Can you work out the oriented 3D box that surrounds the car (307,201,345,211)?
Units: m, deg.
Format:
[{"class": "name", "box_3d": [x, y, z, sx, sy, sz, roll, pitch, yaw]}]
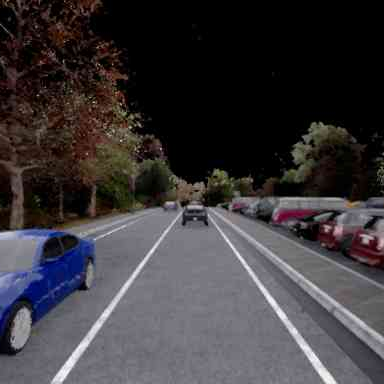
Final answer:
[{"class": "car", "box_3d": [20.445, 2.082, 50.750, 4.892, 1.521, 2.231, 0, -1, 0]}]

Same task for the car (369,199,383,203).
[{"class": "car", "box_3d": [20.133, 1.708, 31.361, 5.366, 1.575, 1.946, 0, -1, 0]}]

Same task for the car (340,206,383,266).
[{"class": "car", "box_3d": [7.055, 1.406, 9.433, 4.553, 1.767, 2.185, 0, 0, 0]}]

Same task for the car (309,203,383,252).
[{"class": "car", "box_3d": [7.074, 1.414, 12.209, 4.553, 1.767, 2.185, 0, 0, 0]}]

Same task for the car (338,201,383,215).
[{"class": "car", "box_3d": [20.370, 1.870, 39.670, 5.008, 1.535, 2.097, 0, -1, 0]}]

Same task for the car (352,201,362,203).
[{"class": "car", "box_3d": [20.350, 1.818, 36.900, 4.892, 1.521, 2.231, 0, -1, 0]}]

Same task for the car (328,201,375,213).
[{"class": "car", "box_3d": [20.389, 1.925, 42.565, 5.008, 1.535, 2.097, 0, -1, 0]}]

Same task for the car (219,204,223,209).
[{"class": "car", "box_3d": [7.345, 1.835, 51.055, 5.566, 2.045, 2.435, 0, -1, 0]}]

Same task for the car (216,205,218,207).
[{"class": "car", "box_3d": [7.264, 2.344, 62.137, 5.366, 1.575, 1.946, 0, -1, 0]}]

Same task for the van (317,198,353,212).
[{"class": "van", "box_3d": [20.549, 1.802, 47.983, 4.442, 1.987, 1.878, 0, -1, 0]}]

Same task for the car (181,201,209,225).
[{"class": "car", "box_3d": [0.234, 1.677, 25.612, 1.837, 1.490, 4.892, 0, -1, 0]}]

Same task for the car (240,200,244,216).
[{"class": "car", "box_3d": [7.242, 1.756, 31.619, 4.674, 1.452, 2.002, 0, -1, 0]}]

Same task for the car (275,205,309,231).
[{"class": "car", "box_3d": [7.146, 1.596, 17.761, 4.674, 1.452, 2.002, 0, 0, 0]}]

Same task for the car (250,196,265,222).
[{"class": "car", "box_3d": [7.210, 1.321, 23.314, 5.566, 2.045, 2.435, 0, 0, 0]}]

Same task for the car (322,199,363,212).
[{"class": "car", "box_3d": [20.381, 1.850, 45.213, 4.553, 1.767, 2.185, 0, -1, 0]}]

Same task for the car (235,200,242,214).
[{"class": "car", "box_3d": [7.228, 1.798, 34.397, 4.792, 1.488, 2.163, 0, -1, 0]}]

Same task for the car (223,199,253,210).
[{"class": "car", "box_3d": [7.423, 2.016, 53.823, 4.553, 1.767, 2.185, 0, -1, 0]}]

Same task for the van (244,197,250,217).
[{"class": "van", "box_3d": [7.103, 1.437, 28.850, 4.442, 1.987, 1.878, 0, -1, 0]}]

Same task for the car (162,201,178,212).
[{"class": "car", "box_3d": [-3.067, 2.049, 47.054, 1.812, 1.442, 4.674, 0, -1, 1]}]

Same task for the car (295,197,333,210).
[{"class": "car", "box_3d": [20.517, 1.943, 56.290, 5.566, 2.045, 2.435, 0, -1, 0]}]

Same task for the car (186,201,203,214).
[{"class": "car", "box_3d": [0.342, 1.933, 42.820, 2.128, 1.511, 4.902, 0, -1, 0]}]

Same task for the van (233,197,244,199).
[{"class": "van", "box_3d": [7.432, 1.702, 42.726, 4.442, 1.987, 1.878, 0, -1, 0]}]

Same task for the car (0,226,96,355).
[{"class": "car", "box_3d": [-3.319, 1.499, 6.311, 1.882, 1.535, 5.008, 0, 0, 0]}]

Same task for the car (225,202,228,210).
[{"class": "car", "box_3d": [7.337, 2.020, 45.498, 4.674, 1.452, 2.002, 0, -1, 0]}]

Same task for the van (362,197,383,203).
[{"class": "van", "box_3d": [20.453, 1.538, 34.134, 4.442, 1.987, 1.878, 0, -1, 0]}]

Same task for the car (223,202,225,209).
[{"class": "car", "box_3d": [7.383, 2.063, 48.273, 4.792, 1.488, 2.163, 0, -1, 0]}]

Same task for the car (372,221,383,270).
[{"class": "car", "box_3d": [6.881, 1.520, 6.657, 5.366, 1.575, 1.946, 0, 0, 0]}]

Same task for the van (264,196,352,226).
[{"class": "van", "box_3d": [7.046, 1.338, 20.538, 4.442, 1.987, 1.878, 0, 0, 0]}]

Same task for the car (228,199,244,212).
[{"class": "car", "box_3d": [7.302, 1.874, 39.947, 5.008, 1.535, 2.097, 0, -1, 0]}]

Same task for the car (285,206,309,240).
[{"class": "car", "box_3d": [7.119, 1.548, 14.985, 5.008, 1.535, 2.097, 0, 0, 0]}]
